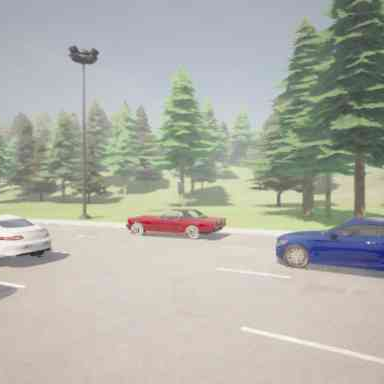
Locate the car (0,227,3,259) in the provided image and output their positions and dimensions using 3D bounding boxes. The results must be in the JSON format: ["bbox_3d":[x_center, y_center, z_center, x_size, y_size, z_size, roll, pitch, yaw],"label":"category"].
[{"bbox_3d":[-6.360,1.487,6.909,4.674,1.442,1.812,0,0,26],"label":"car"}]

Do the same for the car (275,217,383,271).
[{"bbox_3d":[4.673,1.432,9.129,4.674,1.442,1.812,0,0,32],"label":"car"}]

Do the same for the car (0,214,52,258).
[{"bbox_3d":[-6.692,1.454,10.928,4.674,1.442,1.812,0,0,26],"label":"car"}]

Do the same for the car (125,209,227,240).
[{"bbox_3d":[-0.846,1.467,16.086,4.718,1.301,1.895,0,1,25],"label":"car"}]
